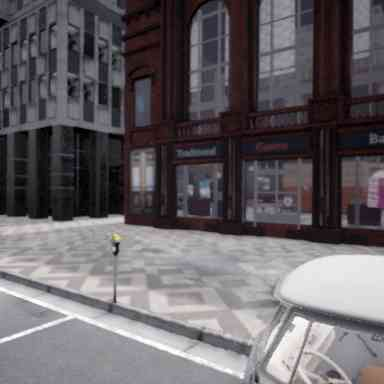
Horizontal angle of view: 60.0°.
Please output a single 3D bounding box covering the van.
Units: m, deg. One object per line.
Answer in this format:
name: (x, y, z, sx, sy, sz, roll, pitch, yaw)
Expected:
van: (2.099, 1.346, 1.461, 3.998, 1.788, 1.690, 0, 0, 36)
